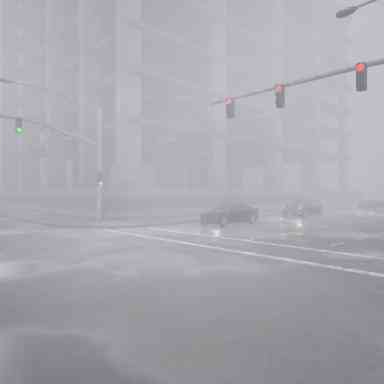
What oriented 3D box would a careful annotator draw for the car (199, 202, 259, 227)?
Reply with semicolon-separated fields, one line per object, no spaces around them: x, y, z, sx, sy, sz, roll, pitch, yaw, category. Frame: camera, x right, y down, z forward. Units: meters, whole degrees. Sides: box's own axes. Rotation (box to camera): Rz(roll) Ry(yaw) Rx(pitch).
2.628;1.478;23.104;5.008;1.535;1.882;0;0;-44;car

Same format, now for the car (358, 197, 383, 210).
22.942;1.601;42.506;4.718;1.301;1.895;0;0;-43;car

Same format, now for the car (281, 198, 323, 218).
10.019;1.352;30.175;4.553;1.767;2.097;0;0;-44;car
